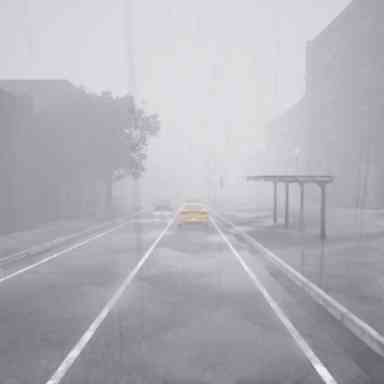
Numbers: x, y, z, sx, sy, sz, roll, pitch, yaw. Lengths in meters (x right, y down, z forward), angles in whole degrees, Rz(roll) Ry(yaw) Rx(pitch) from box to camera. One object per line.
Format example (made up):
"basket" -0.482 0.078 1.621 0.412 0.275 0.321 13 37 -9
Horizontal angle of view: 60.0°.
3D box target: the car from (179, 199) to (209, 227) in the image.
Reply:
"car" 0.108 1.465 22.473 1.882 1.535 5.008 0 0 0

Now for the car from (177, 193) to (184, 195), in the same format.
"car" -2.677 0.580 79.808 1.994 1.385 4.181 0 1 0

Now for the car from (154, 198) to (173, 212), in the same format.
"car" -3.117 1.427 37.675 2.033 1.411 5.357 0 1 1

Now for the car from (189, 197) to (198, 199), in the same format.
"car" 0.165 1.386 42.638 1.994 1.385 4.181 0 1 0
